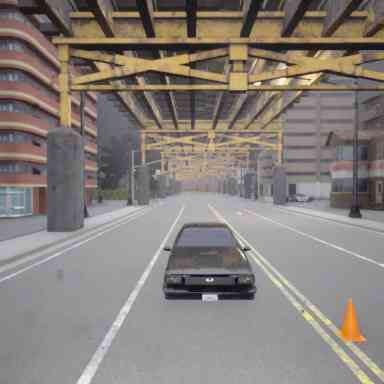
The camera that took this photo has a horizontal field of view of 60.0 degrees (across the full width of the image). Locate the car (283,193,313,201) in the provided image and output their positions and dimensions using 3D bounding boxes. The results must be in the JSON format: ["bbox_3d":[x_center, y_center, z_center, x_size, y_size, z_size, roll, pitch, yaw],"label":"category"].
[{"bbox_3d":[17.508,0.845,54.880,4.536,1.218,1.853,0,1,-20],"label":"car"}]

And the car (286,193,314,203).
[{"bbox_3d":[17.459,1.003,54.864,4.974,1.542,2.038,0,1,-20],"label":"car"}]

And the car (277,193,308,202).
[{"bbox_3d":[17.807,0.955,59.020,4.974,1.542,2.038,0,1,25],"label":"car"}]

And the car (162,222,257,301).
[{"bbox_3d":[0.361,1.533,8.748,2.033,1.411,5.357,0,0,1],"label":"car"}]

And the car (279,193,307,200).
[{"bbox_3d":[17.854,0.798,58.997,4.536,1.218,1.853,0,1,25],"label":"car"}]

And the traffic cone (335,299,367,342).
[{"bbox_3d":[2.453,1.949,5.141,0.340,0.580,0.340,0,0,0],"label":"traffic cone"}]
